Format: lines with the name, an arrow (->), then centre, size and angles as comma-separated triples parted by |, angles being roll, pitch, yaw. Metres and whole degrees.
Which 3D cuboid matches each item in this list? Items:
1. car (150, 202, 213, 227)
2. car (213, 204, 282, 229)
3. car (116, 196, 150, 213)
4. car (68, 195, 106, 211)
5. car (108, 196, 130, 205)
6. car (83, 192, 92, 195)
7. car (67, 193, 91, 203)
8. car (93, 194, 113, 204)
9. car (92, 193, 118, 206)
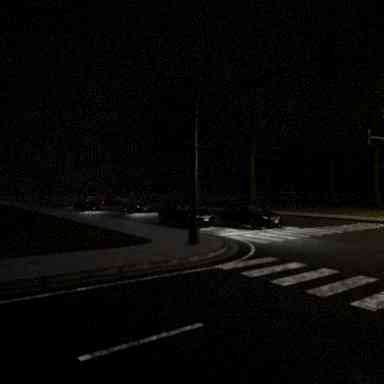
car -> -0.514, 1.474, 22.645 | 2.128, 1.511, 4.902 | 0, 0, -36
car -> 3.800, 1.524, 22.218 | 1.812, 1.442, 4.674 | 0, 0, -36
car -> -6.130, 1.465, 35.882 | 1.812, 1.442, 4.674 | 0, 0, -36
car -> -12.379, 1.462, 38.952 | 2.033, 1.411, 5.357 | 0, 0, -36
car -> -12.239, 1.428, 55.523 | 1.812, 1.442, 4.674 | 0, 0, -36
car -> -19.115, 1.105, 59.407 | 2.150, 2.045, 5.566 | 0, 0, -36
car -> -18.227, 1.373, 52.663 | 1.882, 1.535, 5.008 | 0, 0, -36
car -> -16.453, 1.241, 61.272 | 2.097, 1.767, 4.553 | 0, 0, -36
car -> -13.292, 1.253, 51.495 | 2.097, 1.767, 4.553 | 0, 0, -35
